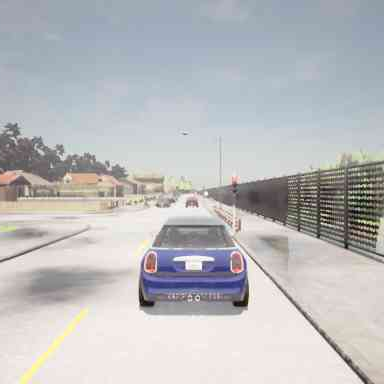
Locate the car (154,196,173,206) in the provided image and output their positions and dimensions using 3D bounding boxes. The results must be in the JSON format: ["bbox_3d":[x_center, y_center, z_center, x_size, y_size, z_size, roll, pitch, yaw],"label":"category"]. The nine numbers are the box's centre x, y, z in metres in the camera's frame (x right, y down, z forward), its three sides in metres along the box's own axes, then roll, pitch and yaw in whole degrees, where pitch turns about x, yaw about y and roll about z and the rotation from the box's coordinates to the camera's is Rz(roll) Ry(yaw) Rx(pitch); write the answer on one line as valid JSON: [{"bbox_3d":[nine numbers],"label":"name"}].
[{"bbox_3d":[-4.181,1.523,48.190,1.812,1.442,4.674,0,0,0],"label":"car"}]

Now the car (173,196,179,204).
[{"bbox_3d":[-4.159,1.597,64.963,1.895,1.301,4.718,0,0,0],"label":"car"}]

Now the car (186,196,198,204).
[{"bbox_3d":[-0.006,1.522,51.075,1.812,1.442,4.674,0,0,0],"label":"car"}]

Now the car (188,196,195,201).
[{"bbox_3d":[-0.162,1.590,86.667,1.895,1.301,4.718,0,0,0],"label":"car"}]

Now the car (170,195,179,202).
[{"bbox_3d":[-4.148,1.504,80.191,1.812,1.442,4.674,0,0,0],"label":"car"}]

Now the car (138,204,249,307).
[{"bbox_3d":[0.038,1.352,8.138,2.097,1.767,4.553,0,0,0],"label":"car"}]
